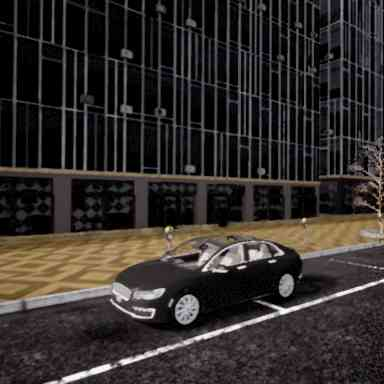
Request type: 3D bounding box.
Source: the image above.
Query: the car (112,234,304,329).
[{"bbox_3d":[0.525,1.609,6.971,4.403,1.369,2.008,1,-1,-36],"label":"car"}]
